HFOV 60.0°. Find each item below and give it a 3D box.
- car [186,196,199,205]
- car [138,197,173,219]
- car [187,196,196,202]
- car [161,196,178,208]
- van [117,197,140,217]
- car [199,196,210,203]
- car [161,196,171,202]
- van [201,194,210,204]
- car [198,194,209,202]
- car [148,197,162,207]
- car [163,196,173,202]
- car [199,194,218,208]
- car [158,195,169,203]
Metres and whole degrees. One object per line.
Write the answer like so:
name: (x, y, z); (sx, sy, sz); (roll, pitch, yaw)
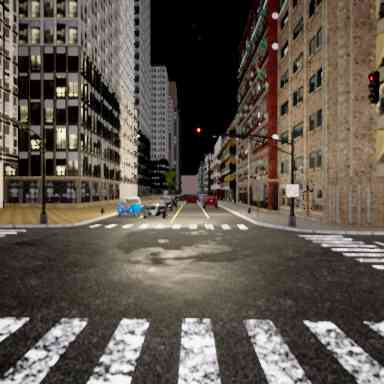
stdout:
car: (-0.119, 1.517, 59.807); (1.882, 1.535, 5.008); (0, 0, 0)
car: (-3.158, 1.506, 29.652); (2.128, 1.511, 4.902); (0, 0, 0)
car: (-0.142, 1.496, 70.260); (1.895, 1.301, 4.718); (0, 0, 0)
car: (-3.168, 1.513, 39.111); (2.128, 1.511, 4.902); (0, 0, 0)
van: (-5.754, 1.356, 30.717); (1.690, 1.788, 3.998); (0, 0, 0)
car: (2.547, 1.601, 69.591); (2.008, 1.369, 4.403); (0, 0, 0)
car: (-5.845, 1.581, 74.954); (1.752, 1.417, 4.829); (0, 0, 0)
van: (2.558, 1.385, 64.041); (1.690, 1.788, 3.998); (0, 0, 0)
car: (2.535, 1.371, 75.142); (2.192, 1.841, 5.009); (0, 0, 0)
car: (-5.799, 1.558, 52.750); (1.752, 1.417, 4.829); (0, 0, 0)
car: (-5.856, 1.614, 80.675); (2.008, 1.369, 4.403); (0, 0, 0)
car: (2.592, 1.344, 47.388); (2.192, 1.841, 5.009); (0, 0, 0)
car: (-5.834, 1.490, 69.573); (1.967, 1.590, 4.097); (0, 0, 0)
